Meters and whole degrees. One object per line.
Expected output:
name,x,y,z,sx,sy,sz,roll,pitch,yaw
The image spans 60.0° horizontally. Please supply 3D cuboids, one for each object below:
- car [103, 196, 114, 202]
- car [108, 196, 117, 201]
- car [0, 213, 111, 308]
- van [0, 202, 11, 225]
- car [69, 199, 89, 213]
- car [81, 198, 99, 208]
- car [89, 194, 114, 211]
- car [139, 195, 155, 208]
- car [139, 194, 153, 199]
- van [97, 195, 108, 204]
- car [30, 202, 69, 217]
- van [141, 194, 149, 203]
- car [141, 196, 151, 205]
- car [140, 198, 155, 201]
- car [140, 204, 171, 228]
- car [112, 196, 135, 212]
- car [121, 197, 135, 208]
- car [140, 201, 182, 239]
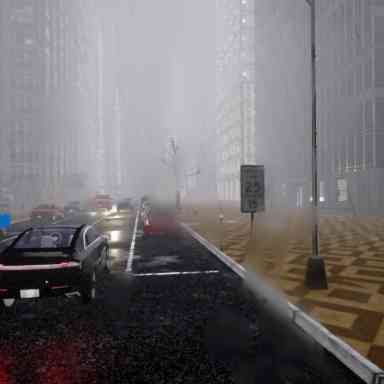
car,-19.521,1.685,77.850,1.947,1.339,4.313,0,0,-9
car,-21.239,1.683,89.097,2.008,1.369,4.403,0,0,-9
car,-3.108,1.503,8.018,2.128,1.511,4.902,0,0,-9
van,-10.194,1.395,15.971,1.690,1.788,3.998,0,0,-9
car,-13.510,1.642,38.481,1.947,1.339,4.313,0,0,-9
car,-15.227,1.654,49.730,1.947,1.339,4.313,0,0,-9
car,-11.385,1.286,42.335,2.150,2.045,5.566,0,0,-9
car,-6.939,1.354,50.976,2.192,1.841,5.009,0,0,-9
car,-6.080,1.349,45.352,2.192,1.841,5.009,0,0,-9
van,-17.803,1.447,66.602,1.690,1.788,3.998,0,0,-9
car,-11.802,1.610,27.235,1.887,1.381,4.507,0,0,-9
van,-10.374,1.405,73.471,1.690,1.788,3.998,0,0,-9
car,-8.683,1.577,62.391,1.752,1.417,4.829,0,0,-9
car,-4.364,1.604,34.104,1.802,1.307,4.206,0,0,-9
car,-2.581,1.576,22.868,1.947,1.339,4.313,0,0,-9
car,-7.799,1.534,39.118,2.128,1.511,4.902,0,0,-8
car,-9.382,1.531,49.188,1.882,1.535,5.008,0,0,-8
car,-1.667,1.444,17.253,1.967,1.590,4.097,0,0,-9
